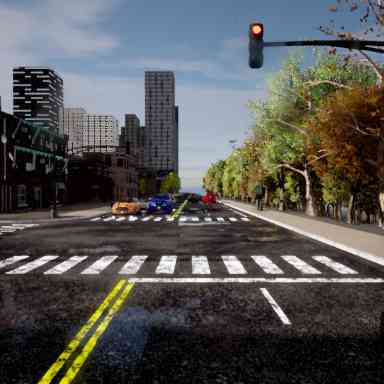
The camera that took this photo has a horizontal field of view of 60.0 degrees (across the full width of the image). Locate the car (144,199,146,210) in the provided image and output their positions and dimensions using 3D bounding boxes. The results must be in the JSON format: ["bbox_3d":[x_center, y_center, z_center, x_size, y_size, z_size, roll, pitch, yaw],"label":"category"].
[{"bbox_3d":[-6.501,1.586,42.703,1.895,1.301,4.718,0,0,0],"label":"car"}]

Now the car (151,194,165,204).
[{"bbox_3d":[-6.432,1.328,62.762,2.097,1.767,4.553,0,0,1],"label":"car"}]

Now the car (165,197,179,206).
[{"bbox_3d":[-3.228,1.581,54.899,1.895,1.301,4.718,0,0,0],"label":"car"}]

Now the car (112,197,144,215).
[{"bbox_3d":[-6.557,1.342,33.717,2.097,1.767,4.553,0,0,1],"label":"car"}]

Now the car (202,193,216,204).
[{"bbox_3d":[3.474,1.197,65.326,2.150,2.045,5.566,0,0,1],"label":"car"}]

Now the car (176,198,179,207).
[{"bbox_3d":[-3.241,1.336,45.558,2.097,1.767,4.553,0,0,0],"label":"car"}]

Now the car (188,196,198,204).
[{"bbox_3d":[0.223,1.454,62.820,1.882,1.535,5.008,0,0,0],"label":"car"}]

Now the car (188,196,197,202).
[{"bbox_3d":[0.148,1.565,75.633,1.895,1.301,4.718,0,0,0],"label":"car"}]

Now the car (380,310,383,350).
[{"bbox_3d":[3.356,1.491,2.379,2.128,1.511,4.902,0,0,0],"label":"car"}]

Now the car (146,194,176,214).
[{"bbox_3d":[-3.269,1.210,35.866,2.150,2.045,5.566,0,0,0],"label":"car"}]

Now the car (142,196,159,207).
[{"bbox_3d":[-6.483,1.473,52.707,2.128,1.511,4.902,0,0,0],"label":"car"}]

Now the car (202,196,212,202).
[{"bbox_3d":[3.400,1.522,75.910,1.994,1.385,4.181,0,0,0],"label":"car"}]
